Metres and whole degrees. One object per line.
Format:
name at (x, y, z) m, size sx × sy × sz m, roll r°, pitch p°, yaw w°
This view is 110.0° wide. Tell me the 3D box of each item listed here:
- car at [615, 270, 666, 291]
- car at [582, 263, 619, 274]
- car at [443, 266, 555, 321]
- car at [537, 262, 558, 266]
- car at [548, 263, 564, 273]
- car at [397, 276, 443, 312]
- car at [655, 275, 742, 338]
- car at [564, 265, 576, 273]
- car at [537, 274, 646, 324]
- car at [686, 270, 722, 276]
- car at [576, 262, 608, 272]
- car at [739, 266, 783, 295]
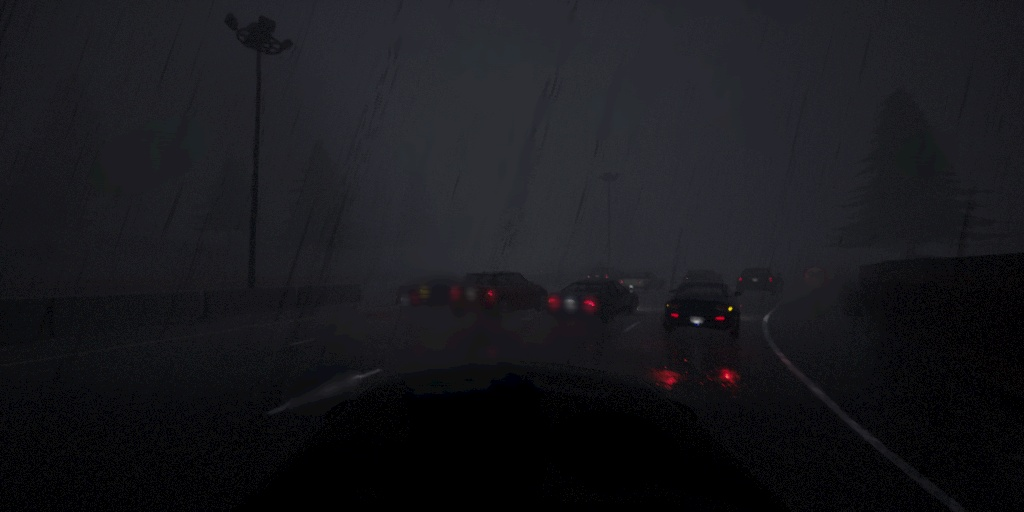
car at (9.859, 1.875, 26.851) m, size 1.895 × 1.301 × 4.718 m, roll -1°, pitch -1°, yaw 42°
car at (8.199, 1.699, 30.237) m, size 2.097 × 1.767 × 4.553 m, roll -1°, pitch -1°, yaw 42°
car at (-0.297, 1.388, 14.240) m, size 2.097 × 1.767 × 4.553 m, roll -1°, pitch -2°, yaw 31°
car at (5.650, 2.007, 59.055) m, size 2.150 × 2.045 × 5.566 m, roll -1°, pitch -1°, yaw 42°
car at (8.137, 2.229, 56.592) m, size 1.837 × 1.490 × 4.892 m, roll -1°, pitch -1°, yaw 42°
car at (-3.070, 1.616, 16.395) m, size 1.812 × 1.442 × 4.674 m, roll -1°, pitch -1°, yaw 33°
car at (5.871, 1.480, 10.994) m, size 1.812 × 1.442 × 4.674 m, roll -1°, pitch -2°, yaw 32°
car at (10.500, 2.209, 53.997) m, size 2.033 × 1.411 × 5.357 m, roll -1°, pitch -1°, yaw 42°
car at (3.196, 1.560, 13.315) m, size 2.033 × 1.411 × 5.357 m, roll -1°, pitch -2°, yaw 33°
car at (13.938, 1.735, 26.149) m, size 1.837 × 1.490 × 4.892 m, roll -1°, pitch -1°, yaw 42°
car at (11.721, 1.822, 50.142) m, size 2.150 × 2.045 × 5.566 m, roll -1°, pitch -1°, yaw 42°
car at (16.357, 1.519, 23.610) m, size 2.097 × 1.767 × 4.553 m, roll -1°, pitch -1°, yaw 42°
